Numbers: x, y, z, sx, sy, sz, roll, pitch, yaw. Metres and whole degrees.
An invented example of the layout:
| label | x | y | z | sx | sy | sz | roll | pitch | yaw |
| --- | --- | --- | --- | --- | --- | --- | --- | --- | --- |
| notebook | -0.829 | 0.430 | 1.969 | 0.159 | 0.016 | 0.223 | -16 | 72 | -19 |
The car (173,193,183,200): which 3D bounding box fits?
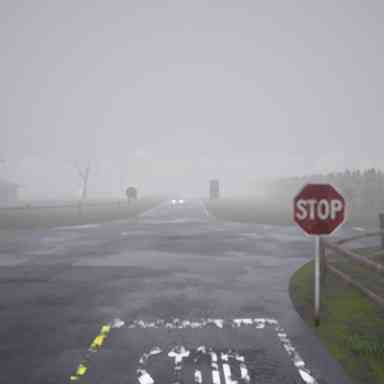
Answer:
| label | x | y | z | sx | sy | sz | roll | pitch | yaw |
| --- | --- | --- | --- | --- | --- | --- | --- | --- | --- |
| car | -2.798 | 0.897 | 66.159 | 1.895 | 1.301 | 4.718 | 0 | 1 | 0 |
